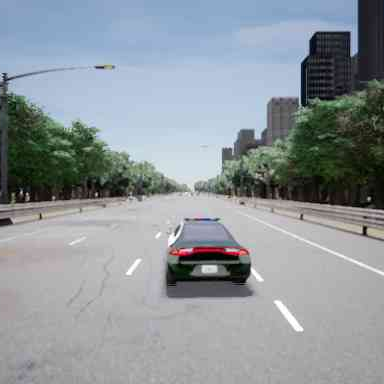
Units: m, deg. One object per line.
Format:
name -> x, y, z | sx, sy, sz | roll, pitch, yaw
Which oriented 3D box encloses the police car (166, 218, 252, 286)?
police car -> 0.249, 1.514, 9.607 | 2.038, 1.542, 4.974 | 0, -1, -3
